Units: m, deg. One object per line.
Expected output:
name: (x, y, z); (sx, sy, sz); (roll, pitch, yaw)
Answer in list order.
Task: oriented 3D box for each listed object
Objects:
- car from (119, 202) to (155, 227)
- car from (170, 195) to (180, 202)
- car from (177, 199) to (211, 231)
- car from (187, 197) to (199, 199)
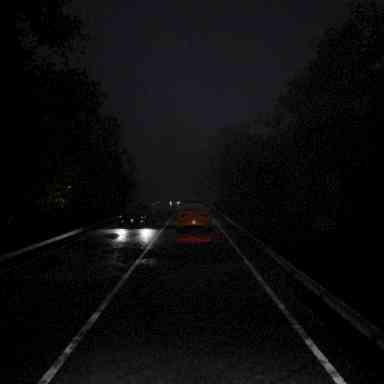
car: (-3.595, 1.454, 22.352); (1.837, 1.490, 4.892); (0, 0, 0)
car: (-3.476, 1.322, 69.253); (1.837, 1.490, 4.892); (0, 0, -1)
car: (0.103, 1.435, 20.125); (1.882, 1.535, 5.008); (0, 0, 0)
car: (0.106, 1.353, 39.063); (1.882, 1.535, 5.008); (0, 0, 0)
